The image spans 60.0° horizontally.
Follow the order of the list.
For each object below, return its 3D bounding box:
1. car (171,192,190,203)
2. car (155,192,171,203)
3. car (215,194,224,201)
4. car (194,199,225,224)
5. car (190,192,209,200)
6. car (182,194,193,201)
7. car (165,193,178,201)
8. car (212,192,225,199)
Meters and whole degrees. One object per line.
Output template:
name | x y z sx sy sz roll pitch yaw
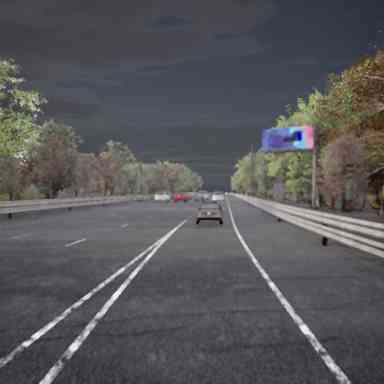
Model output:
car | -2.061 0.978 62.588 2.150 2.045 5.566 0 0 6
car | -5.545 0.970 62.928 2.150 2.045 5.566 0 0 6
car | 5.918 1.172 72.281 1.895 1.301 4.718 0 0 6
car | 1.338 1.455 24.054 2.033 1.411 5.357 0 0 5
car | 1.419 1.257 62.219 2.128 1.511 4.902 0 0 6
car | -1.050 1.156 72.960 1.895 1.301 4.718 0 0 6
car | -4.536 1.077 73.271 2.128 1.511 4.902 0 0 6
car | 4.905 0.995 61.909 2.150 2.045 5.566 0 0 6
